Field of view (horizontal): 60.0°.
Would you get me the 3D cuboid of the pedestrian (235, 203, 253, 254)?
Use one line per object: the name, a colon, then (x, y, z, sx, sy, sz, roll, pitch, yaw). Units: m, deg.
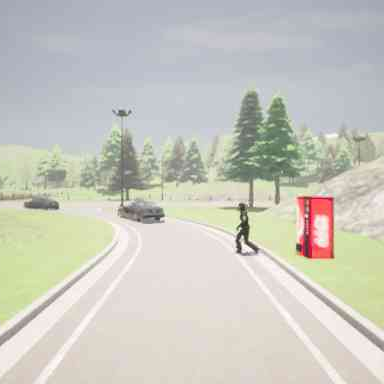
pedestrian: (1.805, 1.223, 11.521, 0.375, 1.860, 0.375, 0, 0, -3)

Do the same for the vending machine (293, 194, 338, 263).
vending machine: (3.913, 1.130, 10.643, 1.100, 2.100, 0.880, 0, 0, -1)

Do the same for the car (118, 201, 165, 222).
car: (-3.936, 1.394, 25.168, 2.033, 1.411, 5.357, 0, 0, -31)

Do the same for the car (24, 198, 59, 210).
car: (-17.365, 1.329, 38.355, 4.181, 1.385, 1.994, 0, 0, 28)
